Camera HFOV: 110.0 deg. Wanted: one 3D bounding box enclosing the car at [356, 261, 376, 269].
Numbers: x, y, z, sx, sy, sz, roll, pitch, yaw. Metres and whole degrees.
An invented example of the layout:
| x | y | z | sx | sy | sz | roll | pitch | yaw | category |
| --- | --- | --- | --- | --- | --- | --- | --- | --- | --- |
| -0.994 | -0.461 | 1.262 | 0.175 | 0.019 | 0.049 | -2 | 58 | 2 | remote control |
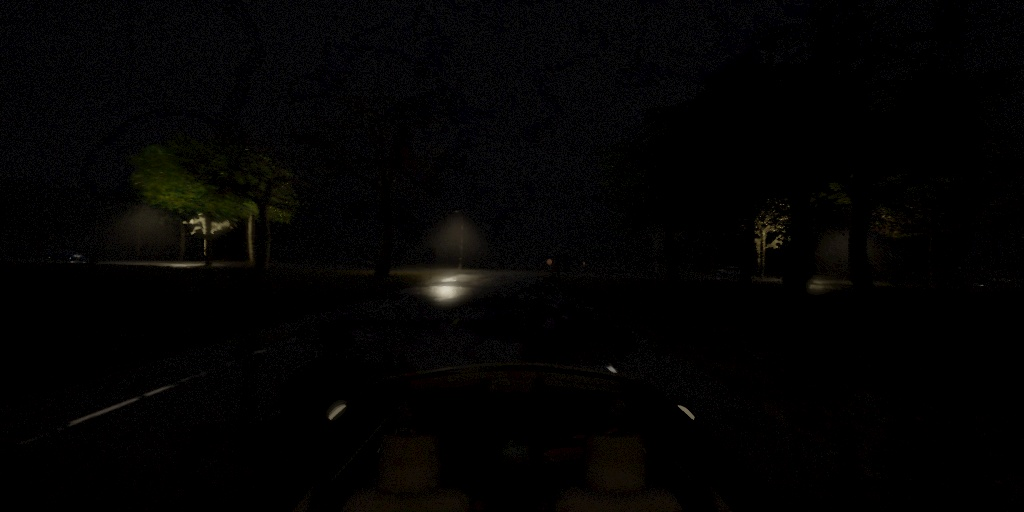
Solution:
| x | y | z | sx | sy | sz | roll | pitch | yaw | category |
| --- | --- | --- | --- | --- | --- | --- | --- | --- | --- |
| -23.227 | 1.515 | 59.417 | 4.902 | 1.511 | 2.128 | 2 | 0 | 0 | car |
